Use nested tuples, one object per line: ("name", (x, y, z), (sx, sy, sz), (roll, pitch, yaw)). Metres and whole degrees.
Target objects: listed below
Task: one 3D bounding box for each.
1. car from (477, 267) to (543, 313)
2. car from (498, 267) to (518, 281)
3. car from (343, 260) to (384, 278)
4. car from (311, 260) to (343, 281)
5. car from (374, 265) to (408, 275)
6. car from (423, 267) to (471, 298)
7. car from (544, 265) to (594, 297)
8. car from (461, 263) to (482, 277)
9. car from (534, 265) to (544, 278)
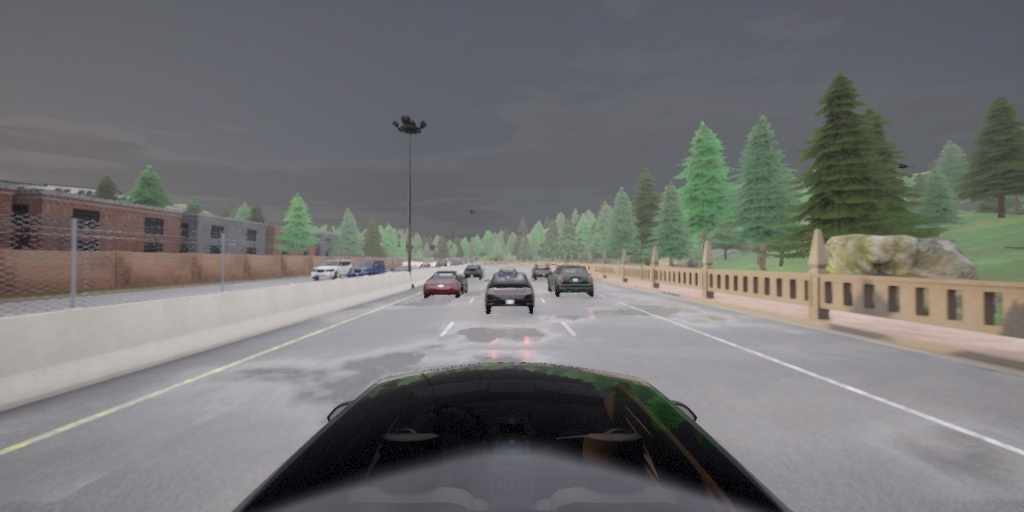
("car", (-0.099, 1.401, 14.853), (2.128, 1.511, 4.902), (0, -1, -1))
("car", (-0.417, 1.770, 36.259), (1.895, 1.301, 4.718), (0, -1, -1))
("car", (-14.619, 1.404, 36.494), (2.150, 2.045, 5.566), (0, -1, -1))
("car", (-18.119, 1.407, 36.532), (2.150, 2.045, 5.566), (0, -1, -1))
("car", (-11.083, 1.752, 34.168), (1.895, 1.301, 4.718), (0, -1, -1))
("car", (-3.674, 1.543, 20.375), (1.994, 1.385, 4.181), (0, -1, -1))
("car", (3.316, 1.334, 21.049), (2.097, 1.767, 4.553), (0, -1, -1))
("car", (-3.934, 1.690, 37.286), (1.837, 1.490, 4.892), (0, -1, -1))
("car", (3.066, 1.672, 37.316), (2.128, 1.511, 4.902), (0, -1, -1))
